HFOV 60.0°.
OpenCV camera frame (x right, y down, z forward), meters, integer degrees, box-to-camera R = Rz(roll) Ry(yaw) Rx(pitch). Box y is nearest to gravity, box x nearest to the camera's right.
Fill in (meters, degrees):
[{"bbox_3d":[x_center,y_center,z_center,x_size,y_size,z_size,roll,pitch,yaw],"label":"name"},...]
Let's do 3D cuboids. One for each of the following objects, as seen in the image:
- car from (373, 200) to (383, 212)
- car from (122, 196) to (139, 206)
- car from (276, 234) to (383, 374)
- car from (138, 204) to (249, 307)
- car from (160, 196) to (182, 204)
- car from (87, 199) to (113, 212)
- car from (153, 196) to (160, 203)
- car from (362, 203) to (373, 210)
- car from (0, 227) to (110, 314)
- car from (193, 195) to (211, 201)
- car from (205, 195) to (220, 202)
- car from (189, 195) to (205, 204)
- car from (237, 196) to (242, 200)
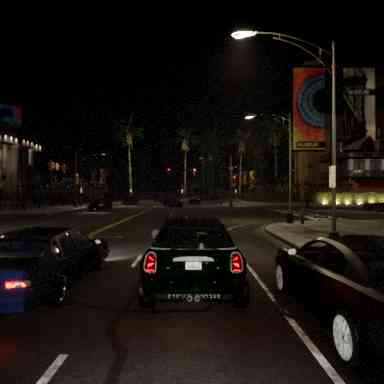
[{"bbox_3d":[23.010,1.341,36.597,4.553,1.767,2.097,0,0,-1],"label":"car"},{"bbox_3d":[-10.247,1.489,55.413,1.837,1.490,4.892,0,0,6],"label":"car"},{"bbox_3d":[2.879,1.478,5.778,2.097,1.535,5.008,0,0,-1],"label":"car"},{"bbox_3d":[0.032,1.350,8.115,2.097,1.767,4.553,0,0,0],"label":"car"},{"bbox_3d":[-2.857,1.549,48.610,1.994,1.385,4.181,0,0,-19],"label":"car"},{"bbox_3d":[-10.739,1.536,39.500,2.033,1.411,5.357,0,0,0],"label":"car"},{"bbox_3d":[-6.234,1.519,70.501,2.033,1.411,5.357,0,0,22],"label":"car"},{"bbox_3d":[23.249,1.589,40.103,4.718,1.301,1.895,0,0,-1],"label":"car"},{"bbox_3d":[-3.470,1.545,7.895,2.033,1.411,5.357,0,0,0],"label":"car"},{"bbox_3d":[2.603,1.476,83.303,1.837,1.490,4.892,0,0,43],"label":"car"},{"bbox_3d":[4.364,1.456,74.599,1.882,1.535,5.008,0,0,40],"label":"car"},{"bbox_3d":[0.636,1.474,57.053,2.128,1.511,4.902,0,0,6],"label":"car"},{"bbox_3d":[14.751,1.487,92.494,4.674,1.442,1.812,0,0,-32],"label":"car"}]
